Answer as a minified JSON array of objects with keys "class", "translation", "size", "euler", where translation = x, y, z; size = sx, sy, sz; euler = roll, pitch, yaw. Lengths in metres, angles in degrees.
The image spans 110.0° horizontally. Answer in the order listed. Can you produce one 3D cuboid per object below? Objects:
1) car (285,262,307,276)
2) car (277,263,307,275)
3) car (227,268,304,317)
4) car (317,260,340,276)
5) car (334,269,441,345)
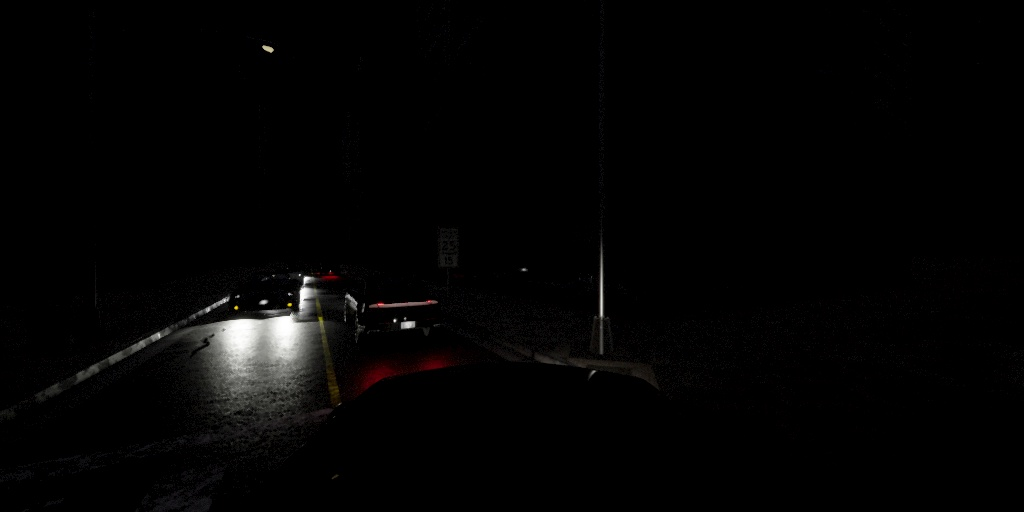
[{"class":"car","translation":[-23.325,1.370,38.821],"size":[1.895,1.301,4.718],"euler":[0,0,-30]},{"class":"car","translation":[-15.936,1.357,25.575],"size":[1.895,1.301,4.718],"euler":[0,0,-30]},{"class":"car","translation":[-9.037,1.316,13.367],"size":[1.994,1.385,4.181],"euler":[0,0,-30]},{"class":"car","translation":[-19.448,1.269,38.191],"size":[1.837,1.490,4.892],"euler":[0,0,-29]},{"class":"car","translation":[-3.391,1.244,9.691],"size":[2.128,1.511,4.902],"euler":[0,0,-30]}]
